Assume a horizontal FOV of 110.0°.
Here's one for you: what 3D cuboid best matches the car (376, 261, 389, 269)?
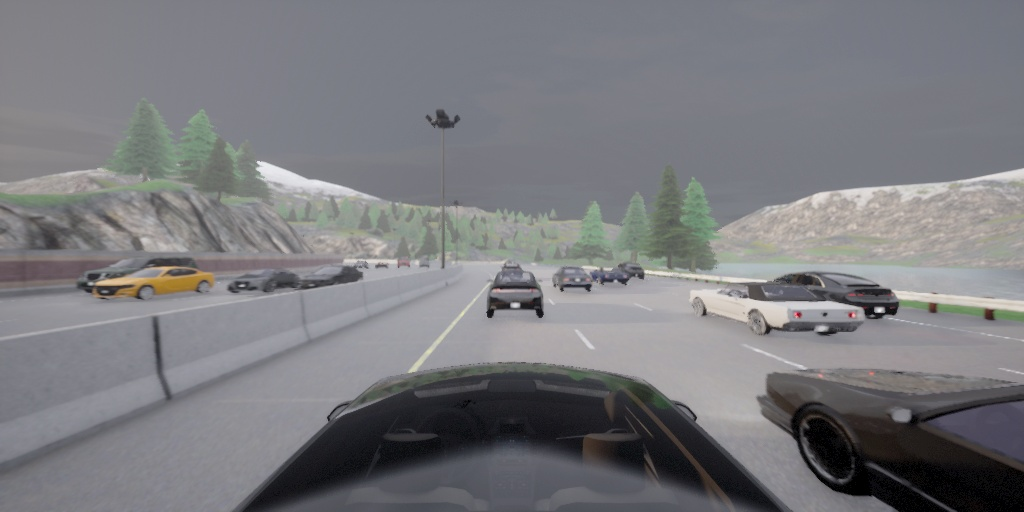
[{"bbox_3d":[-22.072,1.558,61.223,1.895,1.301,4.718,0,0,-14],"label":"car"}]

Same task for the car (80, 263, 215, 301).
[{"bbox_3d":[-17.601,1.279,17.988,1.882,1.535,5.008,0,0,0],"label":"car"}]

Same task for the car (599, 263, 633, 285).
[{"bbox_3d":[7.080,1.438,26.737,1.895,1.301,4.718,0,0,-1],"label":"car"}]

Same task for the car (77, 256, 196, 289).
[{"bbox_3d":[-21.099,1.032,20.728,2.150,2.045,5.566,0,0,0],"label":"car"}]

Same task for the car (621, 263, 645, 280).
[{"bbox_3d":[10.421,1.365,32.642,1.837,1.490,4.892,0,0,-2],"label":"car"}]

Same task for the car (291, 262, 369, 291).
[{"bbox_3d":[-10.612,1.293,21.468,1.882,1.535,5.008,0,0,0],"label":"car"}]

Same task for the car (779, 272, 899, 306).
[{"bbox_3d":[10.605,1.297,12.761,1.837,1.490,4.892,0,0,0],"label":"car"}]

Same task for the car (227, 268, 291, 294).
[{"bbox_3d":[-14.114,1.376,20.728,1.994,1.385,4.181,0,0,0],"label":"car"}]

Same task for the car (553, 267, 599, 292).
[{"bbox_3d":[3.608,1.369,22.211,2.033,1.411,5.357,0,0,0],"label":"car"}]

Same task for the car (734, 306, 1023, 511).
[{"bbox_3d":[3.579,1.298,1.436,2.033,1.411,5.357,0,0,0],"label":"car"}]

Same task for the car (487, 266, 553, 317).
[{"bbox_3d":[0.106,1.282,13.252,2.128,1.511,4.902,0,0,0],"label":"car"}]

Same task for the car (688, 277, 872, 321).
[{"bbox_3d":[7.103,1.382,10.437,1.895,1.301,4.718,0,0,0],"label":"car"}]

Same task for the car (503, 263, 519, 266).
[{"bbox_3d":[-0.109,1.350,33.298,2.128,1.511,4.902,0,0,-2],"label":"car"}]
